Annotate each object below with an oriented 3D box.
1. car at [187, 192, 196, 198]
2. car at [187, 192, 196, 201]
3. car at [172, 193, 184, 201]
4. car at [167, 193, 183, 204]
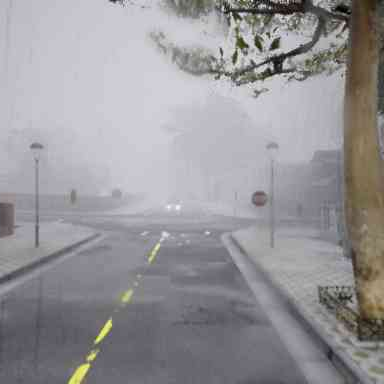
[{"bbox_3d":[-0.096,0.733,77.563,1.994,1.385,4.181,0,1,0],"label":"car"},{"bbox_3d":[-0.083,0.974,67.144,1.882,1.535,5.008,0,1,0],"label":"car"},{"bbox_3d":[-2.837,0.988,68.425,2.128,1.511,4.902,0,1,0],"label":"car"},{"bbox_3d":[-2.881,1.277,52.792,1.895,1.301,4.718,0,1,0],"label":"car"}]
